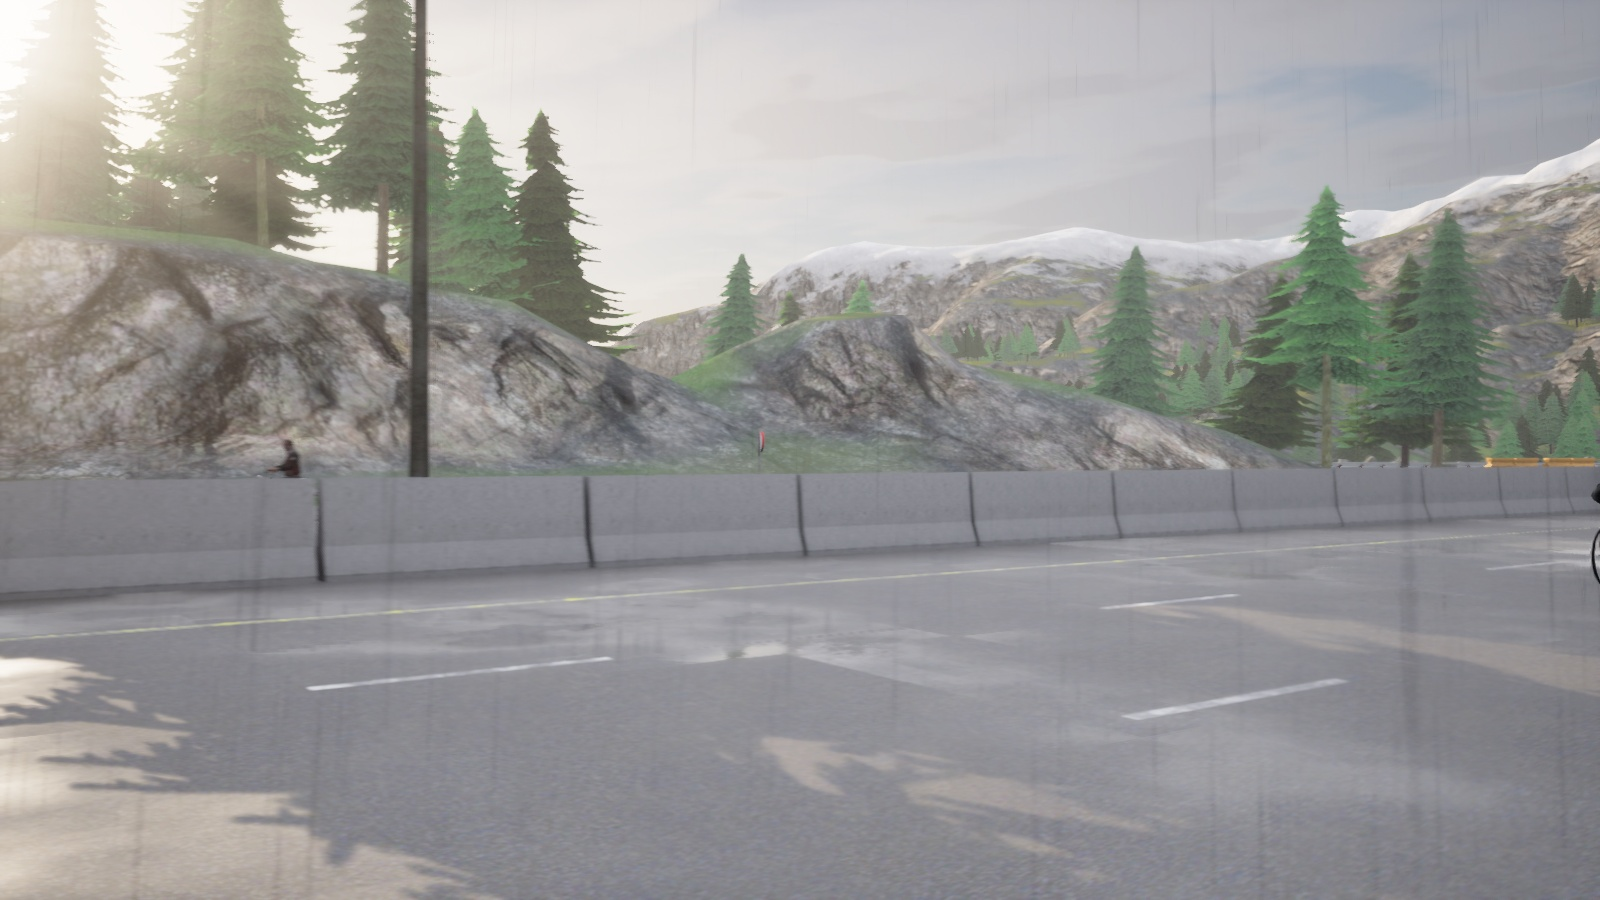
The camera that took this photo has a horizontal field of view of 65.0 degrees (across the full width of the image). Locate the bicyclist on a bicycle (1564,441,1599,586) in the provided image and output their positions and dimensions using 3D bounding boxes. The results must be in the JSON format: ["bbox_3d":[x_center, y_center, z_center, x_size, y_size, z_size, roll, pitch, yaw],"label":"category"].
[{"bbox_3d":[9.586,0.713,14.596,1.656,1.620,0.582,0,0,-35],"label":"bicyclist on a bicycle"}]
